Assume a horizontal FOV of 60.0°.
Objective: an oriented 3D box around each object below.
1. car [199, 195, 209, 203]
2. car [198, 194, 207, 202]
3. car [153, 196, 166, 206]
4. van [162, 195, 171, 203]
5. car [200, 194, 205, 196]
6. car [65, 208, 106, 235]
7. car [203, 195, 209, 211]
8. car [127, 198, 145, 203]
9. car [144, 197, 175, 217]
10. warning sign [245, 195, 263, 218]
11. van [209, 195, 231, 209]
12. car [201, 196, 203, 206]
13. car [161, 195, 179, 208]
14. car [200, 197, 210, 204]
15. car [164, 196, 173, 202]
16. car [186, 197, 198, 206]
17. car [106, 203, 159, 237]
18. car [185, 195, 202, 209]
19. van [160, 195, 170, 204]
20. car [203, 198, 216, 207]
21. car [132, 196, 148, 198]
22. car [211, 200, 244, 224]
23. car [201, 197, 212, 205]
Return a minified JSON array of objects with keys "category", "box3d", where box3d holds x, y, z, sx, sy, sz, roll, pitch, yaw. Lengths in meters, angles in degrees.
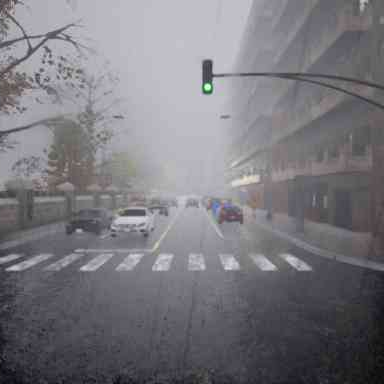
[{"category":"car","box3d":[2.725,1.584,75.221,1.967,1.590,4.097,0,0,0]},{"category":"car","box3d":[2.730,1.496,86.481,2.192,1.841,5.009,0,0,0]},{"category":"car","box3d":[-5.662,1.539,58.335,1.967,1.590,4.097,0,0,0]},{"category":"van","box3d":[-5.655,1.486,75.224,1.690,1.788,3.998,0,0,0]},{"category":"car","box3d":[2.719,1.413,58.331,2.192,1.841,5.009,0,0,0]},{"category":"car","box3d":[-5.679,1.588,18.923,1.947,1.339,4.313,0,0,0]},{"category":"car","box3d":[2.711,1.500,41.441,1.967,1.590,4.097,0,0,0]},{"category":"car","box3d":[-5.674,1.565,30.014,1.752,1.417,4.829,0,0,0]},{"category":"car","box3d":[-3.081,1.532,31.364,2.128,1.511,4.902,0,0,0]},{"category":"warning sign","box3d":[5.077,1.149,27.193,1.300,1.860,1.060,0,0,0]},{"category":"van","box3d":[2.707,1.380,30.181,1.690,1.788,3.998,0,0,0]},{"category":"car","box3d":[2.713,1.623,47.071,2.008,1.369,4.403,0,0,0]},{"category":"car","box3d":[-3.015,1.570,49.554,2.128,1.511,4.902,0,0,1]},{"category":"car","box3d":[2.722,1.672,69.591,1.887,1.381,4.507,0,0,0]},{"category":"car","box3d":[-5.653,1.713,80.854,2.008,1.369,4.403,0,0,0]},{"category":"car","box3d":[0.027,1.645,58.055,2.033,1.411,5.357,0,0,0]},{"category":"car","box3d":[-3.091,1.547,18.184,1.812,1.442,4.674,0,0,0]},{"category":"car","box3d":[0.021,1.565,47.637,2.128,1.511,4.902,0,0,0]},{"category":"van","box3d":[-5.658,1.469,69.595,1.690,1.788,3.998,0,0,0]},{"category":"car","box3d":[2.716,1.629,52.700,1.887,1.381,4.507,0,0,0]},{"category":"car","box3d":[-5.671,1.365,35.815,2.192,1.841,5.009,0,0,0]},{"category":"car","box3d":[2.704,1.575,24.549,1.887,1.381,4.507,0,0,0]},{"category":"car","box3d":[2.720,1.662,63.961,2.008,1.369,4.403,0,0,0]}]
